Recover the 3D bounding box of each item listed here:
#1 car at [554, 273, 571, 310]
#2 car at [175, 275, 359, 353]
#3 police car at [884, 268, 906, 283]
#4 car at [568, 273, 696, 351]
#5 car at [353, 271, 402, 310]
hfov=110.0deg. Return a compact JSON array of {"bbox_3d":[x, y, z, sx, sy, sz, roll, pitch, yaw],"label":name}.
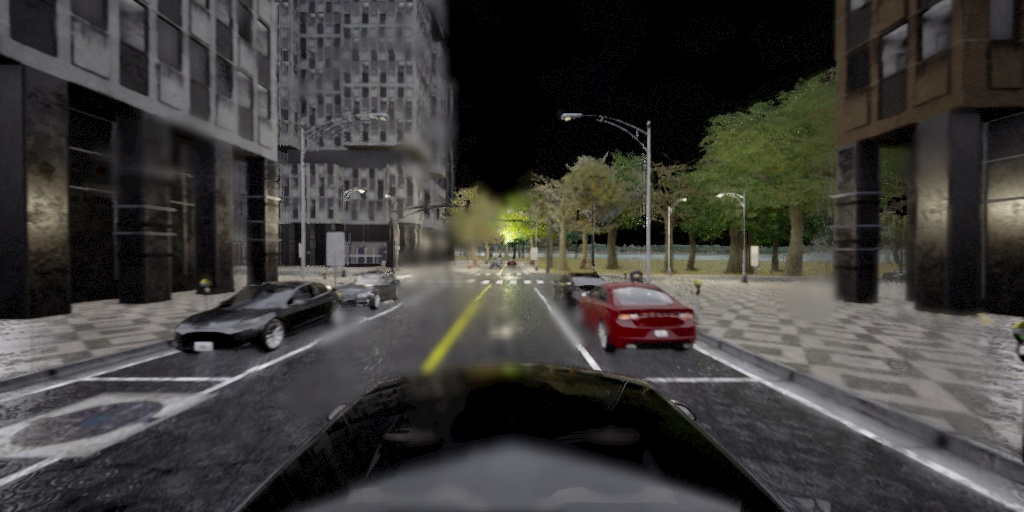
[{"bbox_3d":[2.764,1.322,14.520,1.948,1.339,4.313,0,0,0],"label":"car"},{"bbox_3d":[-5.762,1.318,8.882,1.948,1.339,4.313,0,0,0],"label":"car"},{"bbox_3d":[39.283,1.815,34.990,4.974,1.542,2.038,1,1,0],"label":"police car"},{"bbox_3d":[2.763,1.297,8.851,1.888,1.381,4.507,0,0,0],"label":"car"},{"bbox_3d":[-5.761,1.307,14.551,2.007,1.370,4.403,0,0,0],"label":"car"}]
